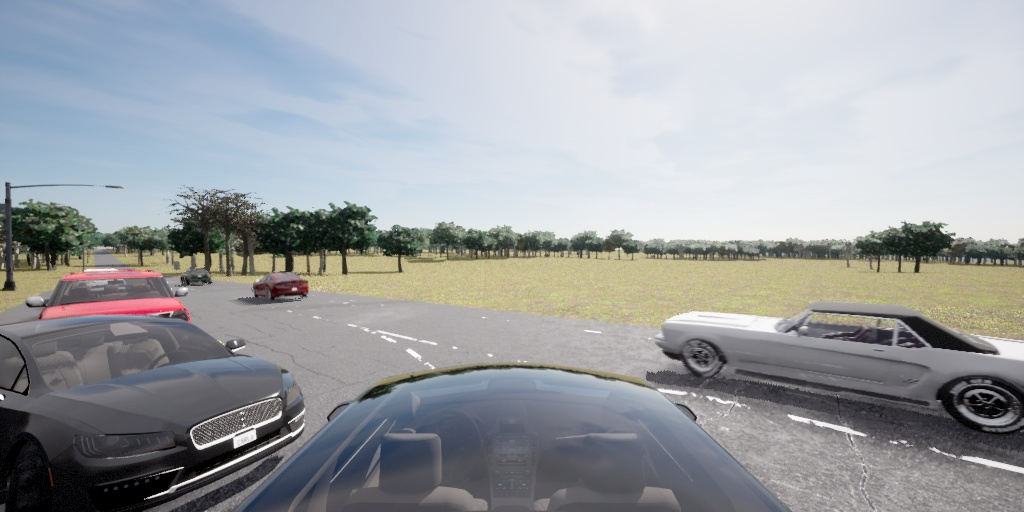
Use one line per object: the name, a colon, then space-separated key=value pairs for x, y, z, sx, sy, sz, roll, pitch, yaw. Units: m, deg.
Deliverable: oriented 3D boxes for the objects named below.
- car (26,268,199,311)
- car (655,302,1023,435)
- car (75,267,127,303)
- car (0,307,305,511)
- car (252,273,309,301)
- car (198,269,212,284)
car: x=-9.510 y=1.385 z=8.595 sx=5.566 sy=2.045 sz=2.150 roll=-2 pitch=0 yaw=41
car: x=4.840 y=1.374 z=5.557 sx=4.718 sy=1.301 sz=1.895 roll=0 pitch=-1 yaw=41
car: x=-28.166 y=1.884 z=24.588 sx=5.566 sy=2.045 sz=2.150 roll=-1 pitch=0 yaw=41
car: x=-4.578 y=1.445 z=3.972 sx=4.892 sy=1.490 sz=1.837 roll=-3 pitch=-3 yaw=21
car: x=-14.102 y=1.789 z=21.752 sx=5.008 sy=1.535 sz=1.882 roll=-2 pitch=0 yaw=41
car: x=-34.879 y=2.228 z=39.540 sx=4.553 sy=1.767 sz=2.097 roll=-2 pitch=0 yaw=41
